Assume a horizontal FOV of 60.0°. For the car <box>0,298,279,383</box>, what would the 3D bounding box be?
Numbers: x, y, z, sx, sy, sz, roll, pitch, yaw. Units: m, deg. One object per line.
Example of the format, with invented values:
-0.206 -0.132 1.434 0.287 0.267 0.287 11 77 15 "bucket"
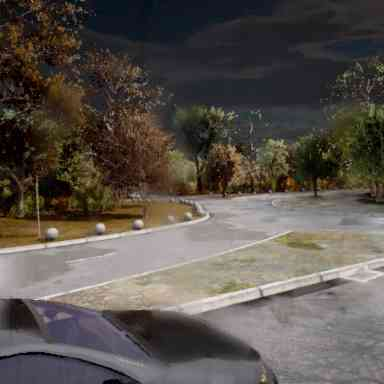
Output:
-1.260 1.564 2.406 4.181 1.385 1.994 0 0 -35 "car"
